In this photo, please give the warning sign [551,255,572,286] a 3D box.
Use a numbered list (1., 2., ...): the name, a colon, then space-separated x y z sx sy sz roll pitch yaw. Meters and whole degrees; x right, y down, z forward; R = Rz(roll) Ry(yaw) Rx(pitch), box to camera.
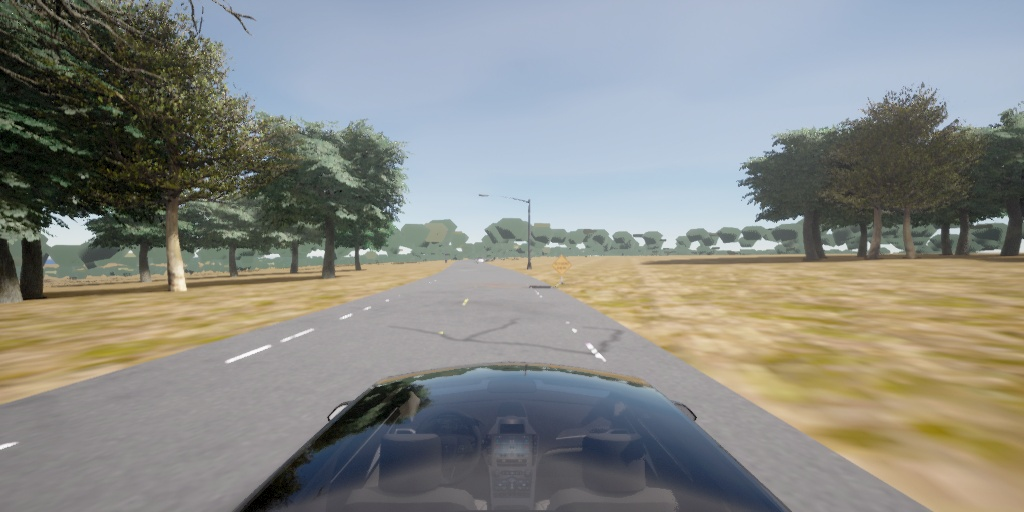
1. warning sign: 3.035 0.859 21.885 1.300 1.860 1.060 0 0 -3
